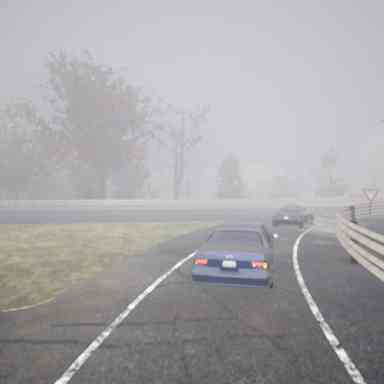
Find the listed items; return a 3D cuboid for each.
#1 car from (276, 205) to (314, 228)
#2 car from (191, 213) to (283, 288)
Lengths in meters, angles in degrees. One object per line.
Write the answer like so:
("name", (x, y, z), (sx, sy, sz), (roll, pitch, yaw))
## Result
("car", (6.810, 1.547, 22.193), (1.994, 1.385, 4.181), (0, 0, 30))
("car", (1.379, 1.539, 9.328), (2.033, 1.411, 5.357), (0, 0, 14))
